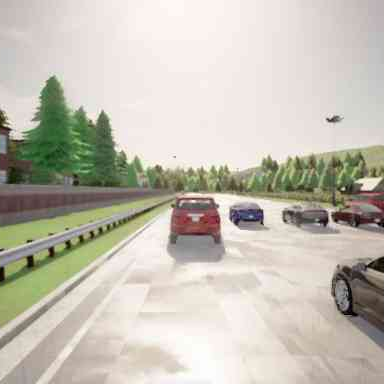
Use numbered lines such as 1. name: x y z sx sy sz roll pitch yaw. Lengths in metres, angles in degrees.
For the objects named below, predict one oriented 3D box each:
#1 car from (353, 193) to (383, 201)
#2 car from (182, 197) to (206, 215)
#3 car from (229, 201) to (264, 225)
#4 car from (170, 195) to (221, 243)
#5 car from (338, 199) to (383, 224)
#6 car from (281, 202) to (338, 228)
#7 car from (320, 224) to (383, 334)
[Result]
1. car: 14.188 1.120 26.637 2.150 2.045 5.566 0 0 0
2. car: 0.207 1.315 32.730 2.128 1.511 4.902 0 0 0
3. car: 3.674 1.364 23.022 1.882 1.535 5.008 0 0 0
4. car: 0.149 1.137 15.720 2.150 2.045 5.566 0 0 0
5. car: 10.656 1.442 21.409 1.812 1.442 4.674 0 0 0
6. car: 7.170 1.397 21.479 2.128 1.511 4.902 0 0 0
7. car: 3.611 1.490 4.545 1.837 1.490 4.892 0 0 0
